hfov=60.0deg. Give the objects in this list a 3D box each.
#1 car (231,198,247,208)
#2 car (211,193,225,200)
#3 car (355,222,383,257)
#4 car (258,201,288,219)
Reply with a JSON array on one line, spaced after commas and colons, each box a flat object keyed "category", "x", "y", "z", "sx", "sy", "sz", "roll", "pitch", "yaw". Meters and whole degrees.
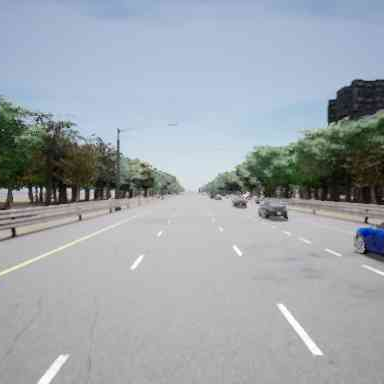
[{"category": "car", "x": 7.072, "y": 1.571, "z": 50.140, "sx": 1.812, "sy": 1.442, "sz": 4.674, "roll": 0, "pitch": 0, "yaw": 0}, {"category": "car", "x": 7.272, "y": 1.635, "z": 94.153, "sx": 2.033, "sy": 1.411, "sz": 5.357, "roll": 0, "pitch": 0, "yaw": 0}, {"category": "car", "x": 7.000, "y": 1.497, "z": 10.407, "sx": 1.882, "sy": 1.535, "sz": 5.008, "roll": 0, "pitch": 0, "yaw": 0}, {"category": "car", "x": 7.013, "y": 1.552, "z": 29.010, "sx": 1.812, "sy": 1.442, "sz": 4.674, "roll": 0, "pitch": 0, "yaw": 0}]
